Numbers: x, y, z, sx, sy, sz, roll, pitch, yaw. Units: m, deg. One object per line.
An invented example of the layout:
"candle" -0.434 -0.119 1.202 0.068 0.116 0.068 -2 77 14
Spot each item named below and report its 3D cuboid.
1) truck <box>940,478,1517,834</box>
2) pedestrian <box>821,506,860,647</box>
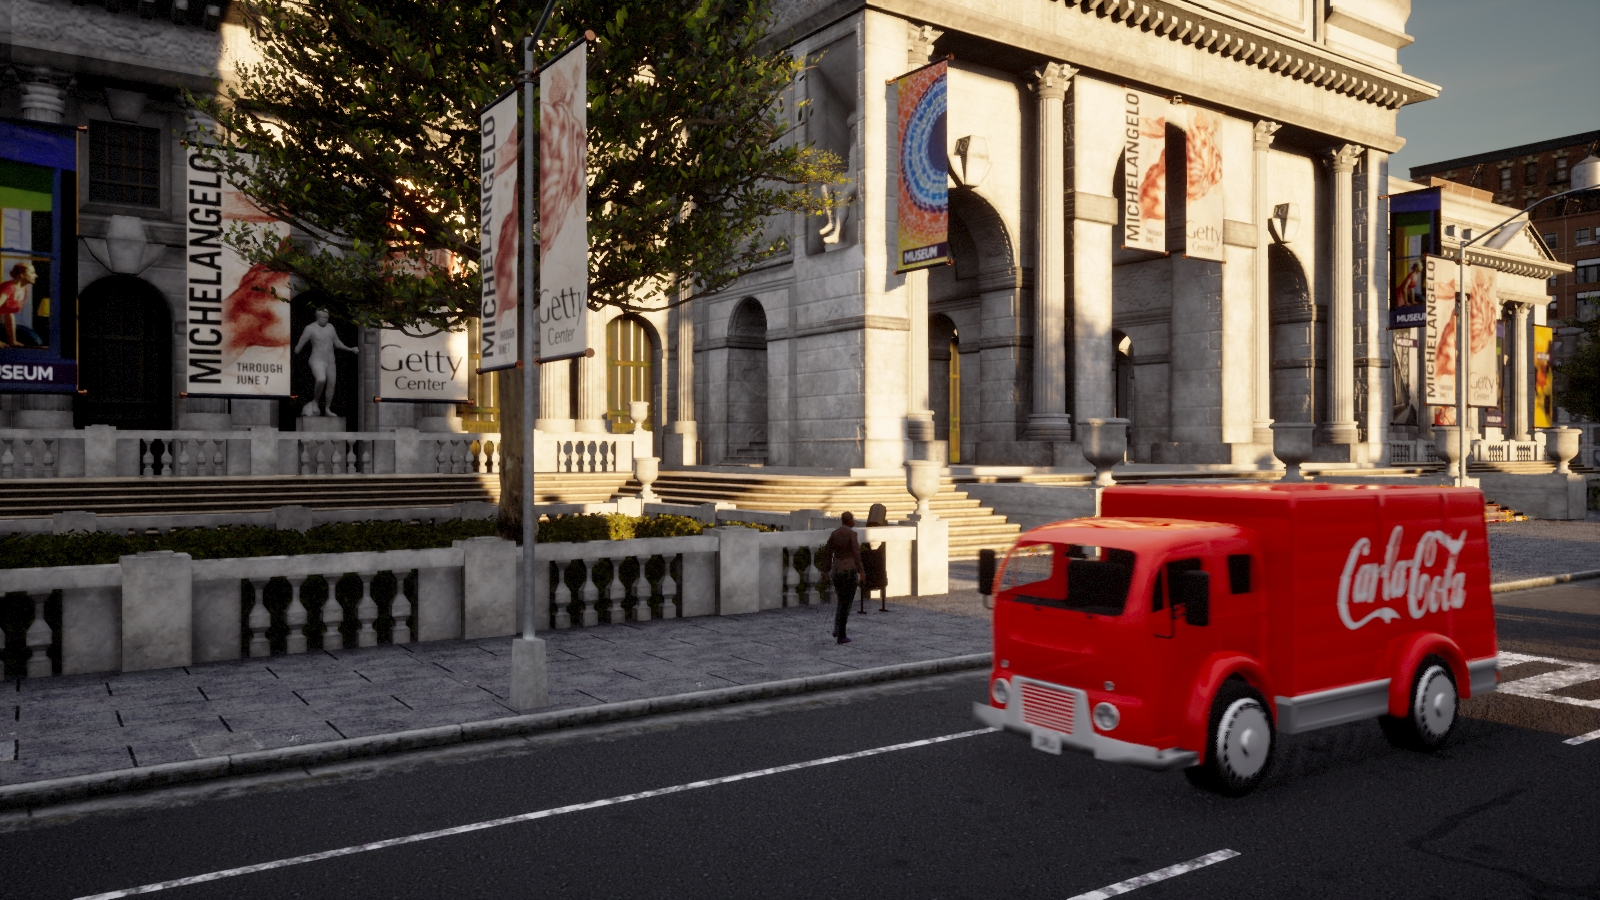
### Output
"truck" 4.178 1.568 10.877 5.204 2.467 2.627 0 0 -34
"pedestrian" 0.550 1.696 15.504 0.375 1.860 0.375 0 0 38
